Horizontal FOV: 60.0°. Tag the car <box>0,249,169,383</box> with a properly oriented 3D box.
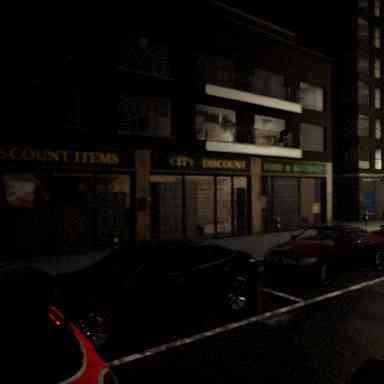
[{"bbox_3d":[-2.613,1.353,1.495,4.553,1.767,2.097,0,0,-35],"label":"car"}]

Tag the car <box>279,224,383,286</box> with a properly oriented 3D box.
[{"bbox_3d":[3.834,1.579,9.268,4.206,1.307,1.802,0,-1,-35],"label":"car"}]

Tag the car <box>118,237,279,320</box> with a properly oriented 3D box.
[{"bbox_3d":[-0.671,1.565,6.060,4.313,1.339,1.947,0,-1,-35],"label":"car"}]
